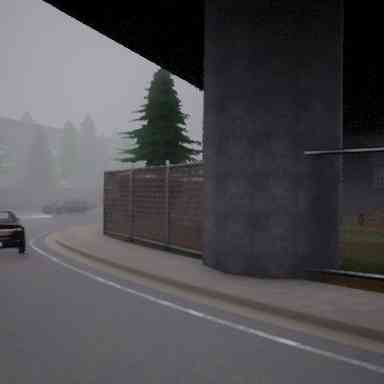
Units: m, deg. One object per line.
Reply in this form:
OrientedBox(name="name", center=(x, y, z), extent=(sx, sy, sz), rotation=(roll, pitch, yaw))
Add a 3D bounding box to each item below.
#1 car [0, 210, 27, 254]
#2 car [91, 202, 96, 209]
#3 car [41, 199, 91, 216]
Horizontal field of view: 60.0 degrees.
OrientedBox(name="car", center=(-7.508, 1.437, 12.491), extent=(2.128, 1.511, 4.902), rotation=(0, 0, -35))
OrientedBox(name="car", center=(-13.263, 1.457, 37.443), extent=(2.033, 1.411, 5.357), rotation=(0, 0, 29))
OrientedBox(name="car", center=(-12.242, 1.479, 31.967), extent=(1.994, 1.385, 4.181), rotation=(0, 0, 28))
